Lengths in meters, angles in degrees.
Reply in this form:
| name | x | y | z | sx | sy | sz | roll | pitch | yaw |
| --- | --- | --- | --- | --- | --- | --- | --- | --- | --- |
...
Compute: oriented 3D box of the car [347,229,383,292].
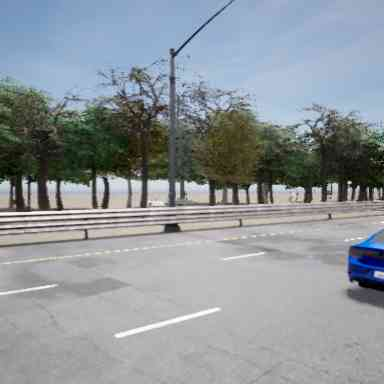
| name | x | y | z | sx | sy | sz | roll | pitch | yaw |
| --- | --- | --- | --- | --- | --- | --- | --- | --- | --- |
| car | 5.726 | 1.478 | 7.956 | 5.008 | 1.535 | 1.882 | 0 | 0 | -35 |
